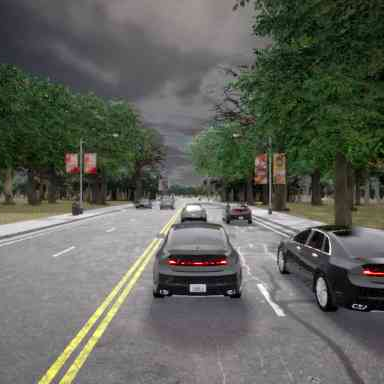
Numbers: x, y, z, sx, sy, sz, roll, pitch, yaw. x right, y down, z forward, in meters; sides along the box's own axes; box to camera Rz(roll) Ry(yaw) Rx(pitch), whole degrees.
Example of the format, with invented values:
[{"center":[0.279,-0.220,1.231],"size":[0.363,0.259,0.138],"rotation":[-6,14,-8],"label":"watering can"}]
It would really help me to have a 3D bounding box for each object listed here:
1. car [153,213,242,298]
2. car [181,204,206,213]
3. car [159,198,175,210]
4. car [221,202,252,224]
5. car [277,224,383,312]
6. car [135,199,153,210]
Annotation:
[{"center":[0.111,1.514,8.503],"size":[1.837,1.490,4.892],"rotation":[0,0,0],"label":"car"},{"center":[0.133,1.614,25.878],"size":[1.994,1.385,4.181],"rotation":[0,0,0],"label":"car"},{"center":[-3.278,1.600,44.447],"size":[1.837,1.490,4.892],"rotation":[0,0,0],"label":"car"},{"center":[3.384,1.554,25.438],"size":[1.837,1.490,4.892],"rotation":[0,0,0],"label":"car"},{"center":[3.360,1.513,7.703],"size":[1.837,1.490,4.892],"rotation":[0,0,0],"label":"car"},{"center":[-6.504,1.661,45.332],"size":[1.994,1.385,4.181],"rotation":[0,0,1],"label":"car"}]
